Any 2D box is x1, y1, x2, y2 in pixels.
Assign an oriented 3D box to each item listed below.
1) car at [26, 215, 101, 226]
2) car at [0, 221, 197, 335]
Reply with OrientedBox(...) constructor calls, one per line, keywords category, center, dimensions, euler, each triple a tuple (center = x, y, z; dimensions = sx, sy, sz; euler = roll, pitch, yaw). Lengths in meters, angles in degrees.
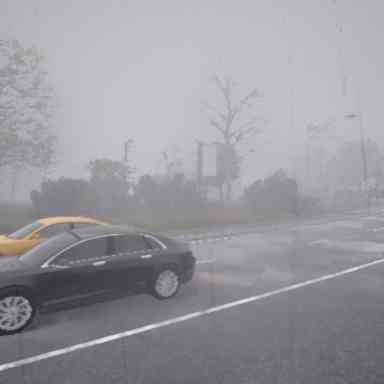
OrientedBox(category="car", center=(-4.041, 1.492, 9.802), dimensions=(5.008, 1.535, 1.882), euler=(0, 0, -36))
OrientedBox(category="car", center=(-2.168, 1.516, 6.841), dimensions=(4.892, 1.490, 1.837), euler=(0, 0, -36))
